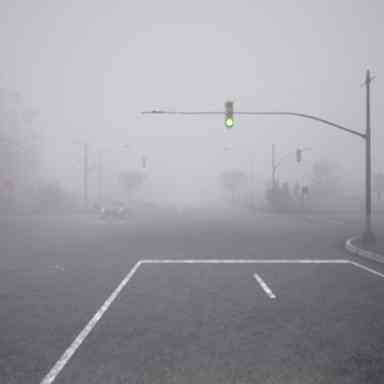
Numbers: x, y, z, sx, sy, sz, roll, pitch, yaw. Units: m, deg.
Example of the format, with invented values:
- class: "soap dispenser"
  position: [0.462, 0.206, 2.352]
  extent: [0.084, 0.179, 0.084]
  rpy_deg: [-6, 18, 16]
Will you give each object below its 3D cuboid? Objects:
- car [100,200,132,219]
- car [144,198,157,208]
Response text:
- class: "car"
  position: [-6.927, 1.543, 30.690]
  extent: [2.097, 1.767, 4.553]
  rpy_deg: [0, 0, 0]
- class: "car"
  position: [-6.866, 1.792, 55.367]
  extent: [1.812, 1.442, 4.674]
  rpy_deg: [0, 0, 0]
